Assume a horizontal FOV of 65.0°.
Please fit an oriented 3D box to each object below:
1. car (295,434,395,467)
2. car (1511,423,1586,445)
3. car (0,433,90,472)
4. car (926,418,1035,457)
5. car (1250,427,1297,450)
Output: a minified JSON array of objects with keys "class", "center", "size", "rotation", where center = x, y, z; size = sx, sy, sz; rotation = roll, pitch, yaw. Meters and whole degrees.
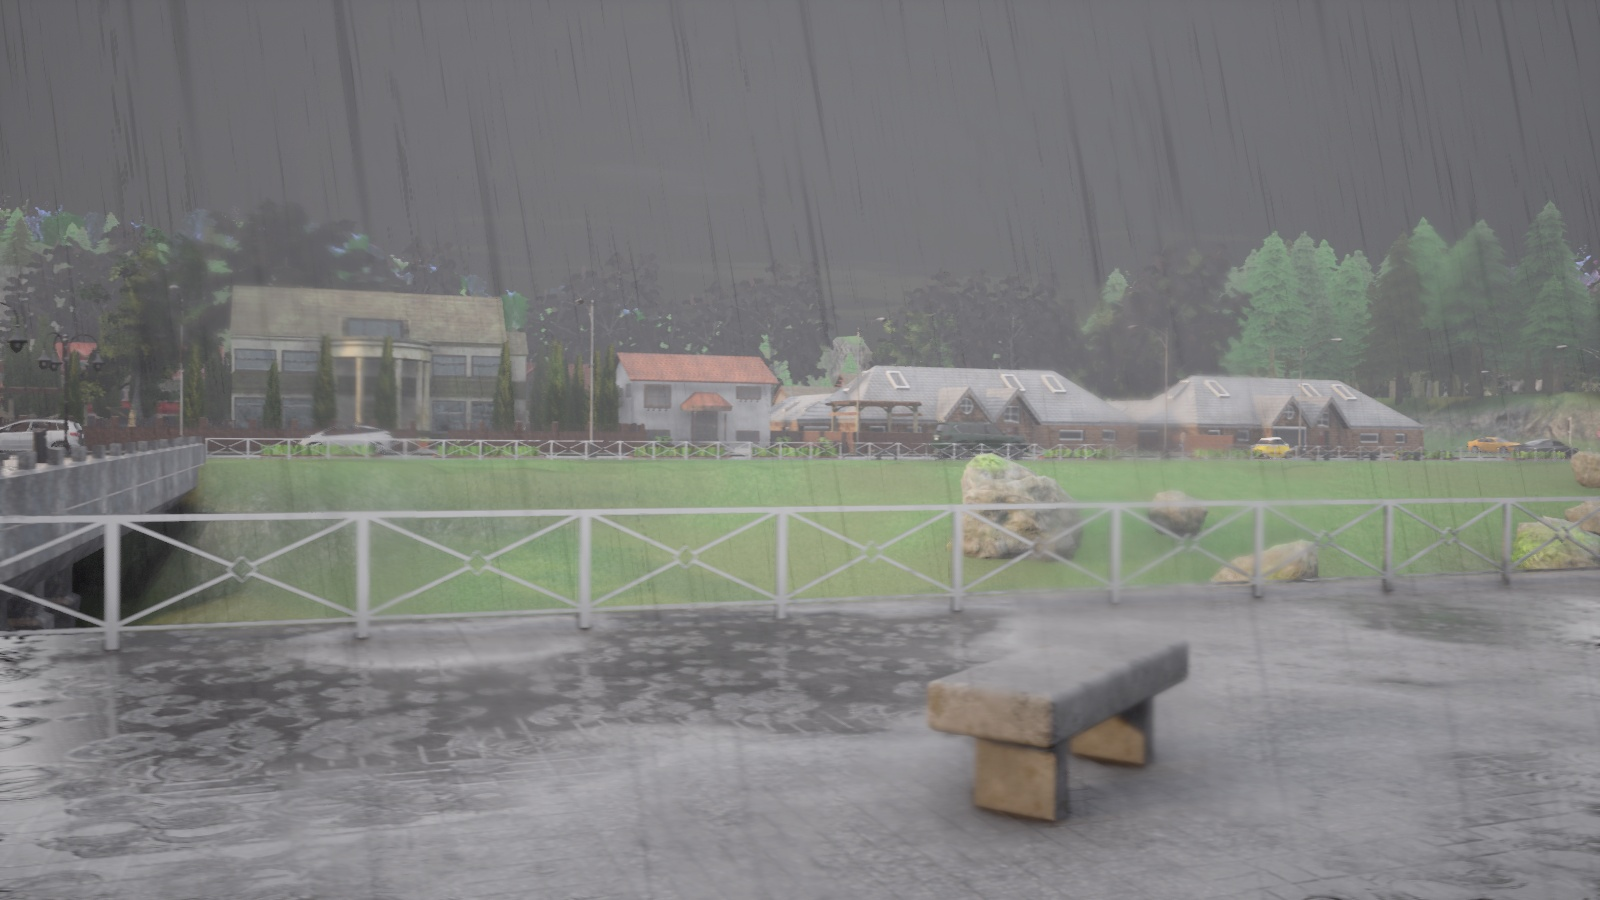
[{"class":"car","center":[-22.206,-0.013,61.312],"size":[4.514,1.525,2.007],"rotation":[-1,1,-21]},{"class":"car","center":[50.399,-1.097,84.581],"size":[4.674,1.442,1.812],"rotation":[-1,1,-21]},{"class":"car","center":[-34.791,0.099,56.536],"size":[4.611,1.667,2.242],"rotation":[-1,1,-21]},{"class":"car","center":[9.965,-0.717,69.236],"size":[5.566,2.045,2.150],"rotation":[-1,1,-21]},{"class":"car","center":[28.793,-0.701,76.384],"size":[2.207,1.376,1.481],"rotation":[-1,1,-21]}]
